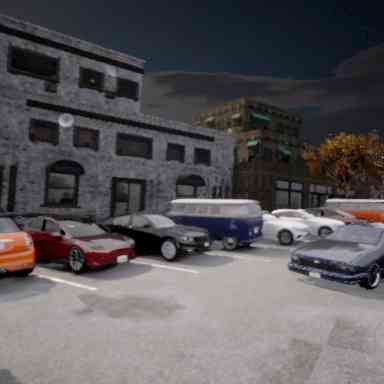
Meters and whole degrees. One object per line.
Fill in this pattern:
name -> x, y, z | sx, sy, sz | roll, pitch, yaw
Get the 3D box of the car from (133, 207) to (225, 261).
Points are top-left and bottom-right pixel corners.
car -> -1.564, 1.497, 12.477 | 5.008, 1.535, 2.097 | -1, -1, 35

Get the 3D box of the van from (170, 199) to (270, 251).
van -> 0.737, 1.294, 14.239 | 4.442, 1.987, 1.878 | -1, -1, 35

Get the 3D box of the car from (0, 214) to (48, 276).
car -> -6.319, 1.346, 9.050 | 4.553, 1.767, 2.185 | -1, -1, 35

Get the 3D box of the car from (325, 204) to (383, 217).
car -> 8.039, 1.647, 19.235 | 4.792, 1.488, 2.163 | -1, -1, 35

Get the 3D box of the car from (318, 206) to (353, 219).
car -> 5.624, 1.618, 17.568 | 4.674, 1.452, 2.002 | -1, -2, 35

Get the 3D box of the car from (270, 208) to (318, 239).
car -> 3.225, 1.585, 15.871 | 4.674, 1.452, 2.002 | -1, -1, 35

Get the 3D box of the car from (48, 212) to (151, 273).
car -> -3.923, 1.512, 10.759 | 4.792, 1.488, 2.163 | -1, -1, 35

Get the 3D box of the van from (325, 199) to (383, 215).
van -> 10.315, 1.451, 21.012 | 4.442, 1.987, 1.878 | 0, -1, 35

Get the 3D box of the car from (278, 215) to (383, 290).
car -> 5.089, 1.596, 9.436 | 5.357, 1.411, 2.033 | 1, 0, -35
